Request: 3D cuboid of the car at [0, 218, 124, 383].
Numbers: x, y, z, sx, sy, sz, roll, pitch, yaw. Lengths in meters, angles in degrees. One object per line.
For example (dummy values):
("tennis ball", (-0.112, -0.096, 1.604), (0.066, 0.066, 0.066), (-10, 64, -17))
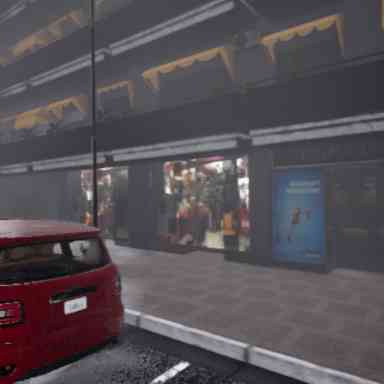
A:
("car", (-3.202, 1.314, 5.018), (5.009, 1.841, 2.192), (0, -1, 36))
